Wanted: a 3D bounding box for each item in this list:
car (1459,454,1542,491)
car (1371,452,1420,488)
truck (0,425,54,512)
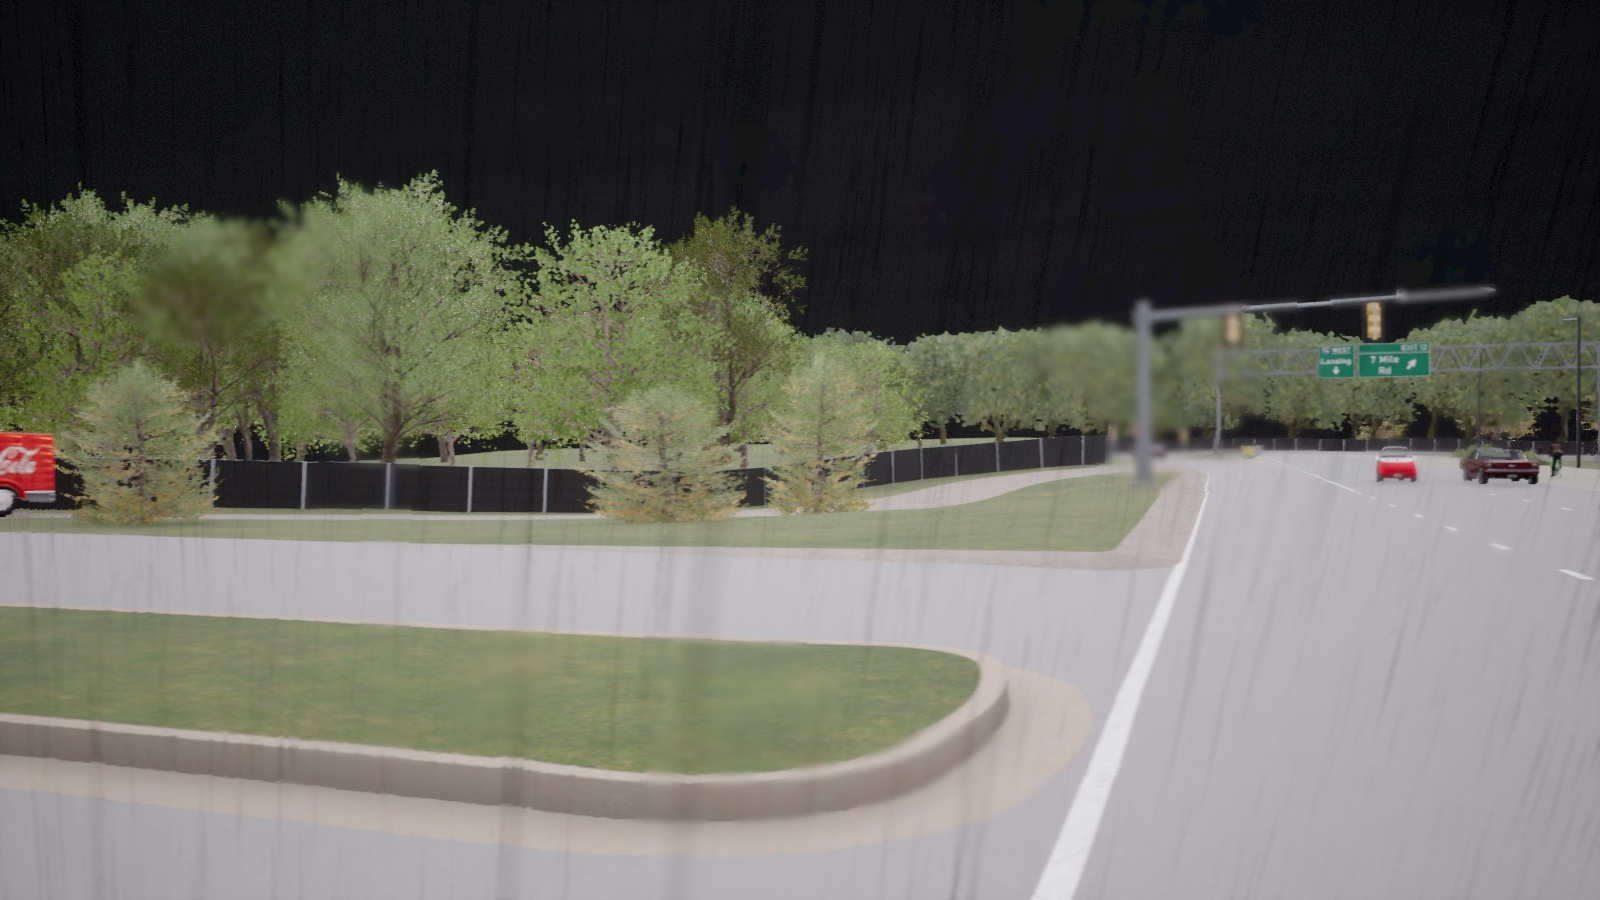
[{"bbox_3d":[26.243,0.806,47.192,1.895,1.301,4.718,0,0,19],"label":"car"},{"bbox_3d":[23.034,0.754,48.628,1.481,1.376,2.207,0,0,19],"label":"car"},{"bbox_3d":[-24.497,0.508,35.550,2.627,2.467,5.204,-1,-2,39],"label":"truck"}]
